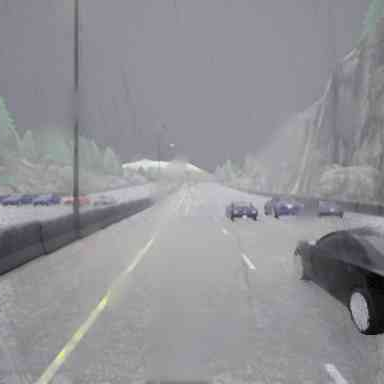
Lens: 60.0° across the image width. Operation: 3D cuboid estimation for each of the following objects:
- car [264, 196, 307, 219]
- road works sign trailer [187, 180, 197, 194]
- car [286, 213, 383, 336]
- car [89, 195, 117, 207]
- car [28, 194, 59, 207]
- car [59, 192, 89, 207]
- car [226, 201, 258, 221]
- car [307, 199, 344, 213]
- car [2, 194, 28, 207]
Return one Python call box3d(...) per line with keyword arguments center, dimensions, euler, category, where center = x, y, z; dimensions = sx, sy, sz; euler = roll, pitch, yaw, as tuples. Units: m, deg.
box3d(center=(7.081, 1.087, 26.206), dimensions=(2.097, 1.767, 4.553), euler=(0, 1, 0), category="car")
box3d(center=(-0.021, -1.288, 84.214), dimensions=(2.380, 3.560, 2.880), euler=(0, 2, 0), category="road works sign trailer")
box3d(center=(3.564, 1.435, 6.621), dimensions=(1.882, 1.535, 5.008), euler=(0, 1, 0), category="car")
box3d(center=(-10.597, 1.079, 40.654), dimensions=(1.895, 1.301, 4.718), euler=(0, 1, 0), category="car")
box3d(center=(-17.594, 0.956, 40.635), dimensions=(1.882, 1.535, 5.008), euler=(0, 1, 0), category="car")
box3d(center=(-14.094, 0.827, 40.800), dimensions=(2.097, 1.767, 4.553), euler=(0, 1, 0), category="car")
box3d(center=(3.578, 1.358, 24.711), dimensions=(1.895, 1.301, 4.718), euler=(0, 1, 0), category="car")
box3d(center=(10.584, 1.286, 27.050), dimensions=(1.994, 1.385, 4.181), euler=(0, 1, 0), category="car")
box3d(center=(-21.092, 0.955, 40.629), dimensions=(1.882, 1.535, 5.008), euler=(0, 1, 0), category="car")
